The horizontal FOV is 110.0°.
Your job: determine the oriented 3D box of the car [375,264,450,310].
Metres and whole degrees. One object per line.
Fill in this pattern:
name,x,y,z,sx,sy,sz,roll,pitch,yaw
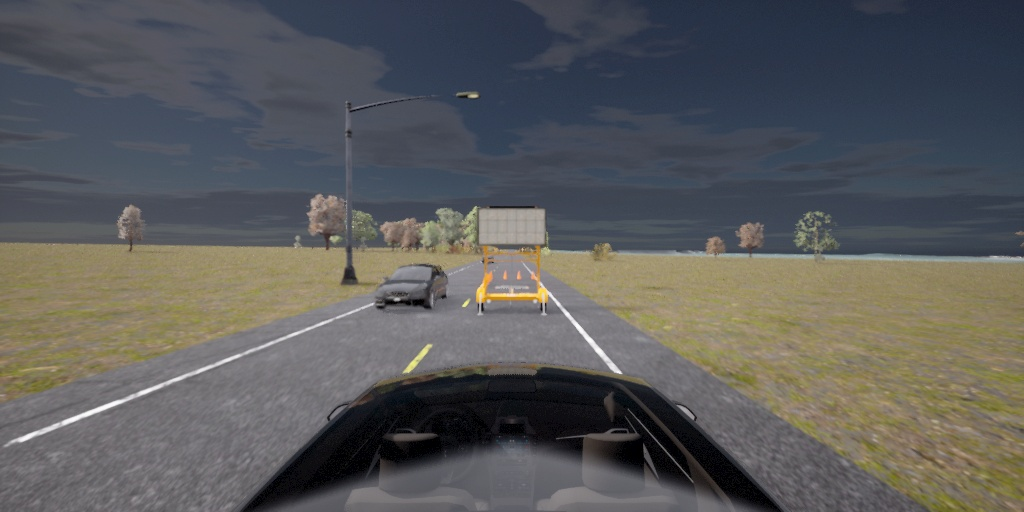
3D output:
car,-3.596,1.067,13.645,1.837,1.490,4.892,0,1,0

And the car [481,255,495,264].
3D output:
car,-3.546,0.463,54.839,2.033,1.411,5.357,0,1,1

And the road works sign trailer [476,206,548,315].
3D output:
road works sign trailer,0.001,0.042,12.661,2.380,3.560,2.880,0,0,0
